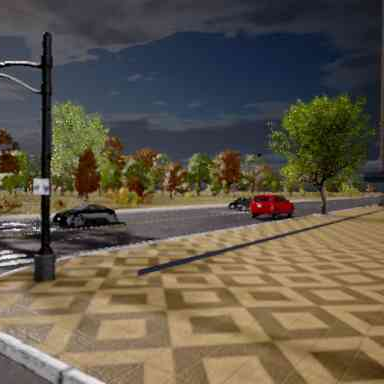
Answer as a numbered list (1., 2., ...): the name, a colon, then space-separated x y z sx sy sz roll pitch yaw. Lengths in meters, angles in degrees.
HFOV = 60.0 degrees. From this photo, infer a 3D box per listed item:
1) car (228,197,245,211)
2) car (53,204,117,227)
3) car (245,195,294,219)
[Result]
1. car: 6.026 1.421 39.119 1.837 1.490 4.892 1 1 38
2. car: -7.126 1.504 22.433 1.994 1.385 4.181 1 1 38
3. car: 7.286 1.252 29.915 2.150 2.045 5.566 1 1 38
